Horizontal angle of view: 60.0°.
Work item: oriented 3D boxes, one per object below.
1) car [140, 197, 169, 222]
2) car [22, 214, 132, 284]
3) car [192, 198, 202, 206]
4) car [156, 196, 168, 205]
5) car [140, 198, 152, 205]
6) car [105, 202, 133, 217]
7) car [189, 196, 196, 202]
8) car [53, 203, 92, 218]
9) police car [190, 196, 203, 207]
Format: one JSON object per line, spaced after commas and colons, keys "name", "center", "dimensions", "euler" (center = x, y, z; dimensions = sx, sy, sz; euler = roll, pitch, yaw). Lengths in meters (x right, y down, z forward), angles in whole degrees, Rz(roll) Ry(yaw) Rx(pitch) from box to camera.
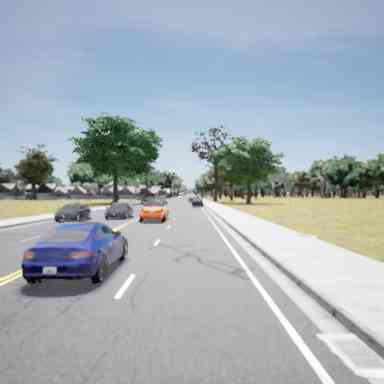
{"name": "car", "center": [-3.138, 1.527, 28.417], "dimensions": [2.097, 1.767, 4.553], "euler": [0, 0, 0]}
{"name": "car", "center": [-3.145, 1.582, 9.659], "dimensions": [1.812, 1.442, 4.674], "euler": [0, 0, 0]}
{"name": "car", "center": [1.000, 1.975, 68.386], "dimensions": [1.837, 1.490, 4.892], "euler": [0, 0, 0]}
{"name": "car", "center": [-6.473, 1.800, 72.343], "dimensions": [2.097, 1.767, 4.553], "euler": [0, 0, 0]}
{"name": "car", "center": [-9.724, 1.977, 70.092], "dimensions": [1.837, 1.490, 4.892], "euler": [0, 0, 0]}
{"name": "car", "center": [-6.585, 1.693, 30.309], "dimensions": [1.837, 1.490, 4.892], "euler": [0, 0, 0]}
{"name": "car", "center": [0.035, 2.000, 93.211], "dimensions": [1.882, 1.535, 5.008], "euler": [0, 0, 0]}
{"name": "car", "center": [-9.836, 1.675, 27.741], "dimensions": [1.837, 1.490, 4.892], "euler": [0, 0, 0]}
{"name": "police car", "center": [0.997, 1.819, 58.496], "dimensions": [1.930, 1.638, 5.238], "euler": [0, 0, 0]}
